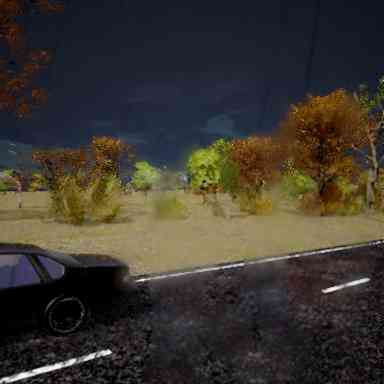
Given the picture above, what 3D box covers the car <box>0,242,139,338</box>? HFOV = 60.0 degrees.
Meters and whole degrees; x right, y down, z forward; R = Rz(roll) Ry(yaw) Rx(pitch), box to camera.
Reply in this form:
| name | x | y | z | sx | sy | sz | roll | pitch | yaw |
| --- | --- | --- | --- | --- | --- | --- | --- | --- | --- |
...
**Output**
| name | x | y | z | sx | sy | sz | roll | pitch | yaw |
| --- | --- | --- | --- | --- | --- | --- | --- | --- | --- |
| car | -3.543 | 1.547 | 5.149 | 5.357 | 1.411 | 2.033 | 1 | 0 | -36 |
